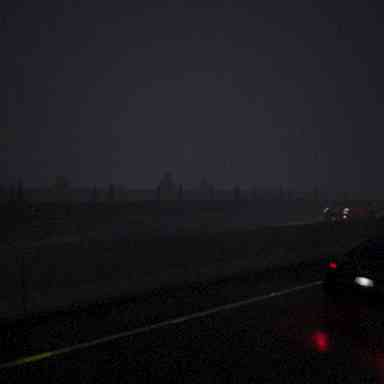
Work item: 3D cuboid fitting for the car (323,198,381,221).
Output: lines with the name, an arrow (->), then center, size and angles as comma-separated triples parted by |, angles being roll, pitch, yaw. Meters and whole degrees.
car -> 12.078, 1.360, 25.458 | 4.553, 1.767, 2.097 | 0, 0, -35

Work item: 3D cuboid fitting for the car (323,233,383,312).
car -> 4.694, 1.567, 7.081 | 4.181, 1.385, 1.994 | 0, 0, -36

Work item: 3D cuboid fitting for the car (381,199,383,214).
car -> 19.908, 1.534, 35.287 | 4.902, 1.511, 2.128 | 1, -1, -35
